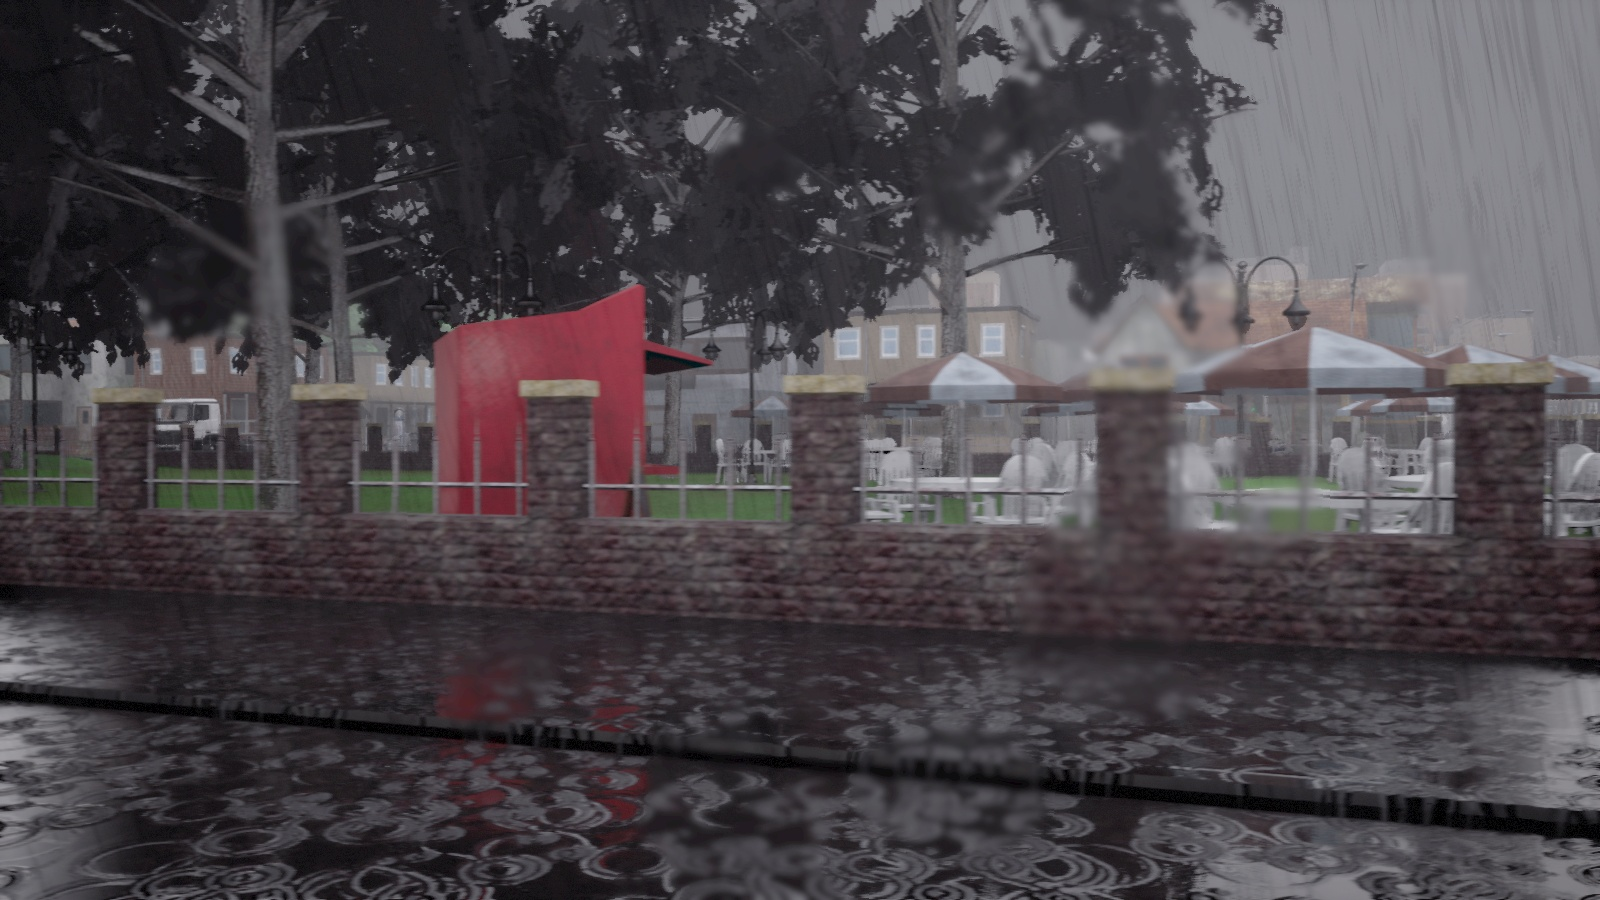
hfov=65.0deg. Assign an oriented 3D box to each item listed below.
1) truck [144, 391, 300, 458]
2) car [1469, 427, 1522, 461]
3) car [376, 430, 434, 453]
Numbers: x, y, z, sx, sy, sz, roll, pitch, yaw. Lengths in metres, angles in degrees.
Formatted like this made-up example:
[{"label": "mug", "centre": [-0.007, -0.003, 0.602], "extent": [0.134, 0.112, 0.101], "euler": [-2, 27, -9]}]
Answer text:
[{"label": "truck", "centre": [-31.502, -1.377, 68.882], "extent": [2.891, 3.462, 7.936], "euler": [0, 1, 22]}, {"label": "car", "centre": [38.838, -0.356, 70.236], "extent": [1.905, 1.878, 3.866], "euler": [1, 1, 19]}, {"label": "car", "centre": [-26.118, -0.589, 83.102], "extent": [1.845, 1.501, 3.633], "euler": [1, 1, 19]}]
